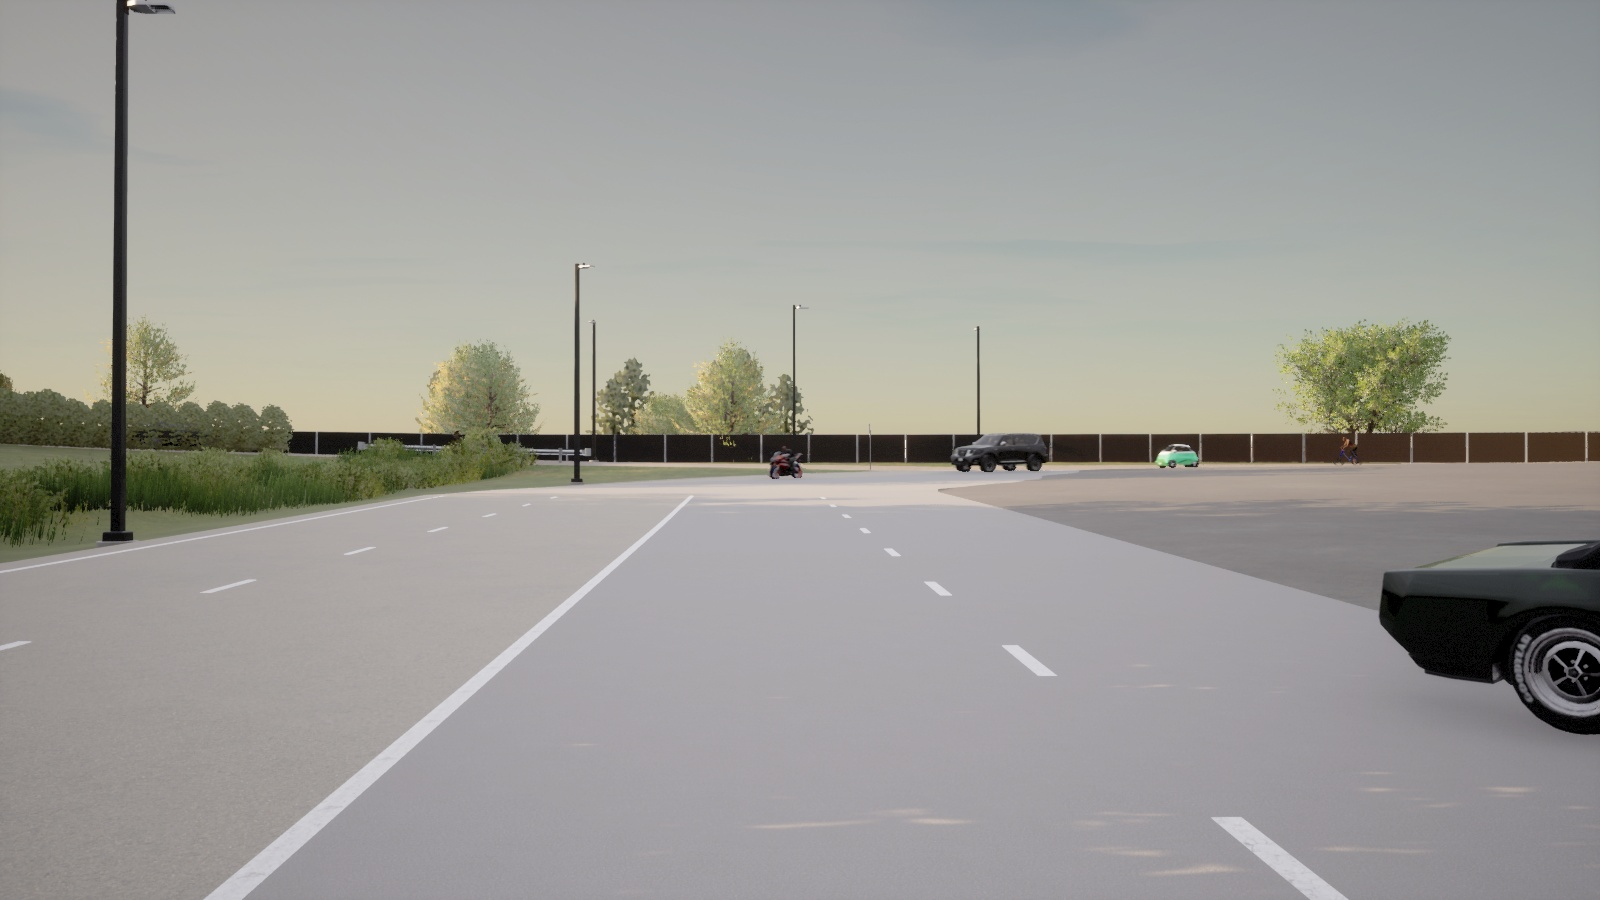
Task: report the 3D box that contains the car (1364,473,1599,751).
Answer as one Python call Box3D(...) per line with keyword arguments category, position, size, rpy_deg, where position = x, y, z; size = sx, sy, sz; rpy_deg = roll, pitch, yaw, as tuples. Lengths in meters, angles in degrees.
Box3D(category="car", position=(5.516, 0.803, 6.027), size=(1.895, 1.301, 4.718), rpy_deg=(-4, 1, -41))

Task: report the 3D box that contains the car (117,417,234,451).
Box3D(category="car", position=(-31.578, -0.783, 63.649), size=(1.882, 1.535, 5.008), rpy_deg=(0, -2, 34))

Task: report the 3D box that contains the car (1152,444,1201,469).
Box3D(category="car", position=(21.643, 0.389, 72.232), size=(2.207, 1.376, 1.481), rpy_deg=(0, -1, -12))

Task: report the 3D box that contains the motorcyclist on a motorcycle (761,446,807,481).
Box3D(category="motorcyclist on a motorcycle", position=(-0.701, 0.585, 56.186), size=(0.866, 1.530, 2.191), rpy_deg=(1, 1, 39))

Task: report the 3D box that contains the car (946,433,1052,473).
Box3D(category="car", position=(10.453, 0.142, 65.804), size=(5.566, 2.045, 2.150), rpy_deg=(0, 0, -35))
